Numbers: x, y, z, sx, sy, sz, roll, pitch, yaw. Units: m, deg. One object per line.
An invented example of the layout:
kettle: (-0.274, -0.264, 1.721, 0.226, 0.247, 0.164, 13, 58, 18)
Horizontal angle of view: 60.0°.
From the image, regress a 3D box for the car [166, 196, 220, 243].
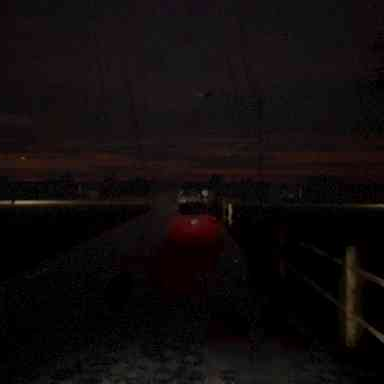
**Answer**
car: (0.100, 1.245, 15.579, 2.097, 1.767, 4.553, 0, 0, 0)

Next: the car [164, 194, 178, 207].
car: (-2.755, 1.135, 47.499, 2.097, 1.767, 4.553, 0, 0, 0)

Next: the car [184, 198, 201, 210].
car: (0.065, 1.397, 40.524, 1.895, 1.301, 4.718, 0, 0, 0)
